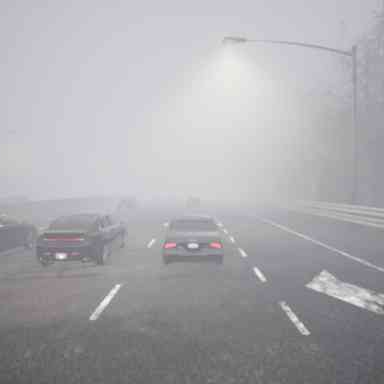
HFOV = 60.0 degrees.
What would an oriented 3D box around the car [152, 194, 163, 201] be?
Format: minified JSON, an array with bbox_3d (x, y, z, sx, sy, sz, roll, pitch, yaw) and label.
[{"bbox_3d":[-6.798,1.054,66.657,2.033,1.411,5.357,0,0,0],"label":"car"}]

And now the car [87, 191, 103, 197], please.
[{"bbox_3d":[-20.782,0.643,72.835,2.097,1.767,4.553,0,0,0],"label":"car"}]

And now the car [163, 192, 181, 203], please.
[{"bbox_3d":[-3.329,1.137,56.719,1.994,1.385,4.181,0,0,0],"label":"car"}]

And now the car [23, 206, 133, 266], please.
[{"bbox_3d":[-3.460,1.429,11.231,1.837,1.490,4.892,0,0,0],"label":"car"}]

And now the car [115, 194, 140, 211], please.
[{"bbox_3d":[-6.890,1.245,36.384,1.837,1.490,4.892,0,0,0],"label":"car"}]

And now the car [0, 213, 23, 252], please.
[{"bbox_3d":[-6.966,1.425,11.117,2.128,1.511,4.902,0,0,0],"label":"car"}]

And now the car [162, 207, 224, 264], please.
[{"bbox_3d":[0.037,1.459,11.363,2.033,1.411,5.357,0,0,0],"label":"car"}]

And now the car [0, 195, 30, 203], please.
[{"bbox_3d":[-17.472,1.151,32.330,2.097,1.767,4.553,0,0,0],"label":"car"}]

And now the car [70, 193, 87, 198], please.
[{"bbox_3d":[-24.282,0.894,72.787,1.895,1.301,4.718,0,0,0],"label":"car"}]

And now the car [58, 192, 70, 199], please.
[{"bbox_3d":[-27.606,0.807,72.828,1.837,1.490,4.892,0,0,2],"label":"car"}]

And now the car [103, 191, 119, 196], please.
[{"bbox_3d":[-17.282,0.634,72.825,2.097,1.767,4.553,0,0,0],"label":"car"}]

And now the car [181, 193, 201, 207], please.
[{"bbox_3d":[0.123,1.176,40.876,2.128,1.511,4.902,0,0,0],"label":"car"}]
